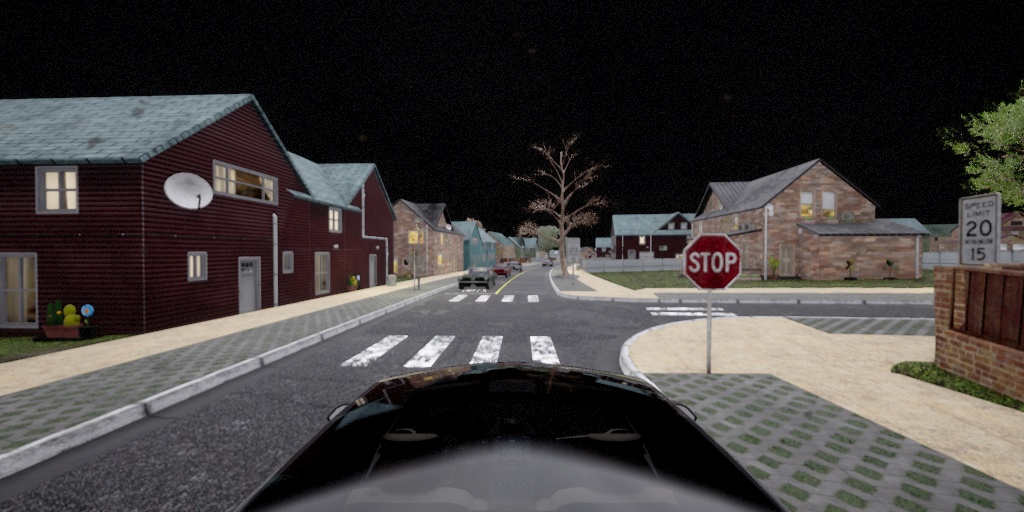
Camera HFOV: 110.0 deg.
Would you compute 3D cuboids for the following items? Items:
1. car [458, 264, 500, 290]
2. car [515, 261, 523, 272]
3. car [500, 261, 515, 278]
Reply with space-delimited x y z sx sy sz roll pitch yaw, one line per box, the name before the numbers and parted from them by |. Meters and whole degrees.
car | -2.063 1.366 22.403 1.895 1.301 4.718 0 0 4
car | 0.290 1.347 46.241 1.994 1.385 4.181 0 0 8
car | -1.135 1.374 33.934 1.895 1.301 4.718 0 0 6
